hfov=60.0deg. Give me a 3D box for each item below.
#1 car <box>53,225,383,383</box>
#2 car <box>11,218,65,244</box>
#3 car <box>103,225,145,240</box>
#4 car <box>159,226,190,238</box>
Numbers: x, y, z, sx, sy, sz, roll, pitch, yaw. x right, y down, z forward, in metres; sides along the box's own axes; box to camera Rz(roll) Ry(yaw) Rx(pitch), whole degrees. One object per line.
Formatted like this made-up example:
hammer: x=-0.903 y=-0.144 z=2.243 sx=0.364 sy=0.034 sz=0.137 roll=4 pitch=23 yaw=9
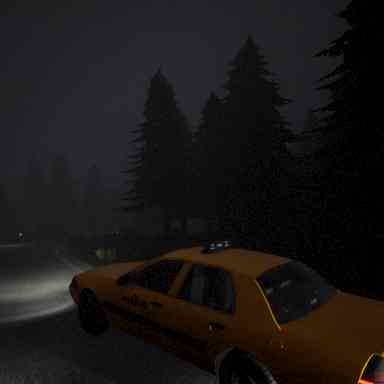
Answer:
car: x=0.138 y=1.441 z=4.738 sx=5.366 sy=1.575 sz=1.801 roll=0 pitch=1 yaw=43
car: x=-12.746 y=3.225 z=28.124 sx=2.150 sy=2.045 sz=5.566 roll=-4 pitch=-7 yaw=7
car: x=-7.438 y=4.510 z=36.956 sx=2.033 sy=1.411 sz=5.357 roll=-4 pitch=-8 yaw=20
car: x=-2.319 y=5.544 z=46.264 sx=1.882 sy=1.535 sz=5.008 roll=-5 pitch=-8 yaw=30
